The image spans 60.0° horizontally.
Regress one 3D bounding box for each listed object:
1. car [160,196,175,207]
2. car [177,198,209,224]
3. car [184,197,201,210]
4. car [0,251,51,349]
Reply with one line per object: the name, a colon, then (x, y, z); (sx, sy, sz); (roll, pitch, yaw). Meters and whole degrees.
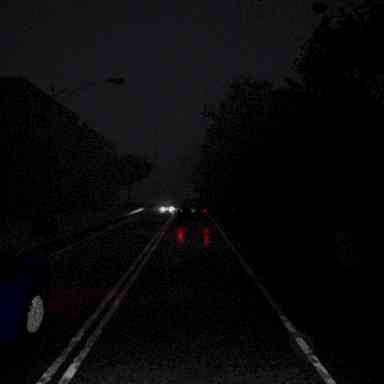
car: (-3.373, 1.318, 46.966); (2.128, 1.511, 4.902); (0, 0, 0)
car: (0.079, 1.265, 23.815); (2.097, 1.767, 4.553); (0, 0, 0)
car: (0.063, 1.395, 41.356); (2.033, 1.411, 5.357); (0, 0, 0)
car: (-3.353, 1.465, 3.703); (1.882, 1.535, 5.008); (0, 0, 0)
